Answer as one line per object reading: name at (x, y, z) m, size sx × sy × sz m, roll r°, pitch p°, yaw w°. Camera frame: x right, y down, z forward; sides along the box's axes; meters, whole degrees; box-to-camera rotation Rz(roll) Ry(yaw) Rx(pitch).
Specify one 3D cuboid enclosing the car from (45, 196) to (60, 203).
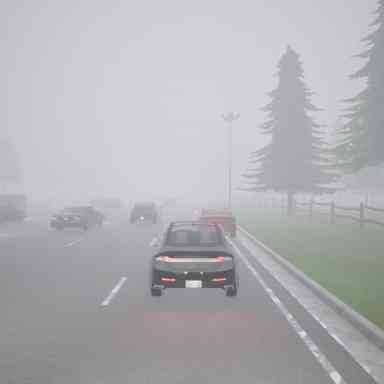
car at (-30.509, 1.595, 72.537) m, size 1.895 × 1.301 × 4.718 m, roll 0°, pitch 0°, yaw -38°

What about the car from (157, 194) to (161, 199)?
car at (-7.023, 1.477, 78.259) m, size 1.882 × 1.535 × 5.008 m, roll 0°, pitch 0°, yaw 0°

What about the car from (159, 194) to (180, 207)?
car at (-3.415, 1.492, 51.104) m, size 2.128 × 1.511 × 4.902 m, roll 0°, pitch 0°, yaw 0°

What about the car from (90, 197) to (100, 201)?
car at (-13.916, 1.477, 50.394) m, size 1.882 × 1.535 × 5.008 m, roll 0°, pitch 0°, yaw 0°

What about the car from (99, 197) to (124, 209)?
car at (-10.413, 1.491, 44.774) m, size 2.128 × 1.511 × 4.902 m, roll 0°, pitch 0°, yaw 0°

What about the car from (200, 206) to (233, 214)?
car at (1.219, 1.478, 17.925) m, size 1.882 × 1.535 × 5.008 m, roll 0°, pitch 0°, yaw 0°

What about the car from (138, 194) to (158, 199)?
car at (-6.929, 1.525, 52.725) m, size 1.812 × 1.442 × 4.674 m, roll 0°, pitch 0°, yaw 0°

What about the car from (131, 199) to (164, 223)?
car at (-3.408, 1.505, 25.119) m, size 1.837 × 1.490 × 4.892 m, roll 0°, pitch 0°, yaw 0°

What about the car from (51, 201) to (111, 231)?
car at (-6.907, 1.547, 20.717) m, size 2.033 × 1.411 × 5.357 m, roll 0°, pitch 0°, yaw 0°

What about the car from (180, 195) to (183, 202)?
car at (-3.522, 1.477, 77.722) m, size 1.882 × 1.535 × 5.008 m, roll 0°, pitch 0°, yaw 0°

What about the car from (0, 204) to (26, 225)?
car at (-13.912, 1.564, 24.243) m, size 1.994 × 1.385 × 4.181 m, roll 0°, pitch 0°, yaw 0°

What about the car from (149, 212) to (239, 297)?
car at (0.050, 1.491, 8.583) m, size 2.128 × 1.511 × 4.902 m, roll 0°, pitch 0°, yaw 0°

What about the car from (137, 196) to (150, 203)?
car at (-10.493, 1.542, 72.106) m, size 2.033 × 1.411 × 5.357 m, roll 0°, pitch 0°, yaw 0°
